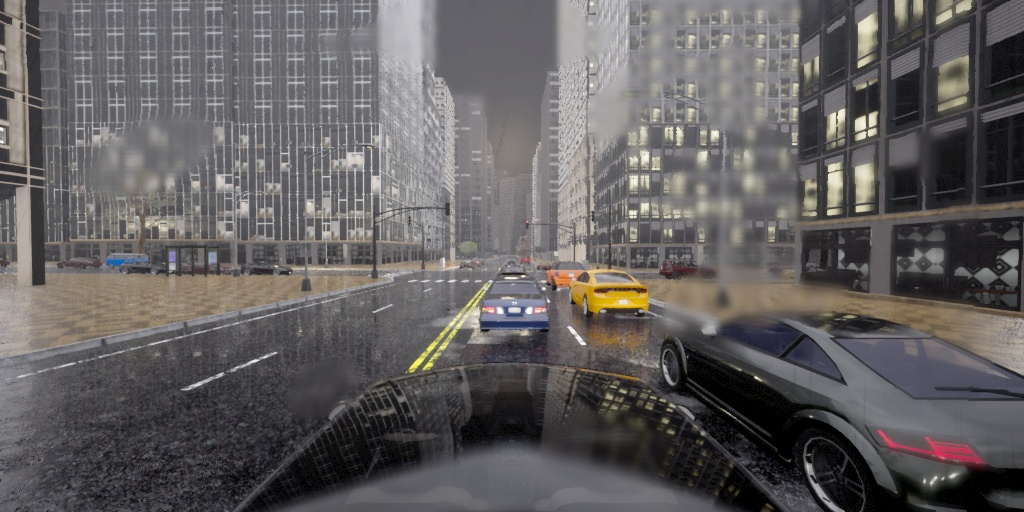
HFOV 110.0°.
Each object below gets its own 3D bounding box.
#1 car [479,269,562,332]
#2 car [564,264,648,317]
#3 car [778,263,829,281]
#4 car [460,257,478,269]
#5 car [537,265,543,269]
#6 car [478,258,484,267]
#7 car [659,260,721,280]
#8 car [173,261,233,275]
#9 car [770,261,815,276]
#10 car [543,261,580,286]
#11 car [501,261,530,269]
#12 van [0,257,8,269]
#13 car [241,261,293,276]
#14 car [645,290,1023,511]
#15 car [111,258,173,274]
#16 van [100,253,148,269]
[{"bbox_3d":[0.084,1.293,10.778,2.033,1.411,5.357,0,0,1],"label":"car"},{"bbox_3d":[3.329,1.222,13.184,1.882,1.535,5.008,0,0,0],"label":"car"},{"bbox_3d":[27.586,1.577,32.714,4.829,1.417,1.751,0,0,1],"label":"car"},{"bbox_3d":[-6.687,1.275,54.303,1.994,1.385,4.181,0,0,0],"label":"car"},{"bbox_3d":[5.135,1.317,41.747,1.895,1.301,4.718,0,1,-45],"label":"car"},{"bbox_3d":[-6.675,1.051,64.304,2.097,1.767,4.553,0,0,0],"label":"car"},{"bbox_3d":[16.137,1.267,32.890,5.009,1.841,2.192,0,0,1],"label":"car"},{"bbox_3d":[-28.473,1.136,33.469,4.207,1.307,1.802,0,0,1],"label":"car"},{"bbox_3d":[30.353,1.334,38.441,4.553,1.767,2.097,0,1,1],"label":"car"},{"bbox_3d":[3.313,1.091,22.189,2.097,1.767,4.553,0,0,0],"label":"car"},{"bbox_3d":[0.066,1.231,20.530,2.128,1.511,4.902,0,0,0],"label":"car"},{"bbox_3d":[-51.199,0.685,33.999,3.998,1.789,1.690,0,0,1],"label":"van"},{"bbox_3d":[-22.789,1.172,33.346,4.313,1.339,1.948,0,0,1],"label":"car"},{"bbox_3d":[3.340,1.313,4.099,1.994,1.385,4.181,0,0,0],"label":"car"},{"bbox_3d":[-34.154,1.067,33.632,4.313,1.339,1.948,0,0,1],"label":"car"},{"bbox_3d":[-45.361,0.602,42.272,3.998,1.789,1.690,0,0,1],"label":"van"}]
